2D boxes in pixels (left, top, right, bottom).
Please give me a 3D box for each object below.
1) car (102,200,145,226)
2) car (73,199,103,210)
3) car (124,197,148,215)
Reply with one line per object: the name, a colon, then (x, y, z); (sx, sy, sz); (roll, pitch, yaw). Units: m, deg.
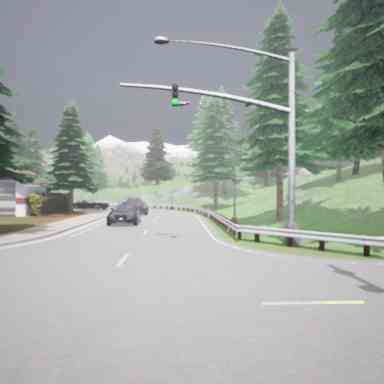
car: (-4.672, 1.530, 23.223); (1.994, 1.385, 4.181); (0, 0, -4)
car: (-12.554, 1.547, 40.544); (4.718, 1.301, 1.895); (0, 0, 13)
car: (-5.772, 1.305, 32.987); (2.097, 1.767, 4.553); (0, 0, -21)
